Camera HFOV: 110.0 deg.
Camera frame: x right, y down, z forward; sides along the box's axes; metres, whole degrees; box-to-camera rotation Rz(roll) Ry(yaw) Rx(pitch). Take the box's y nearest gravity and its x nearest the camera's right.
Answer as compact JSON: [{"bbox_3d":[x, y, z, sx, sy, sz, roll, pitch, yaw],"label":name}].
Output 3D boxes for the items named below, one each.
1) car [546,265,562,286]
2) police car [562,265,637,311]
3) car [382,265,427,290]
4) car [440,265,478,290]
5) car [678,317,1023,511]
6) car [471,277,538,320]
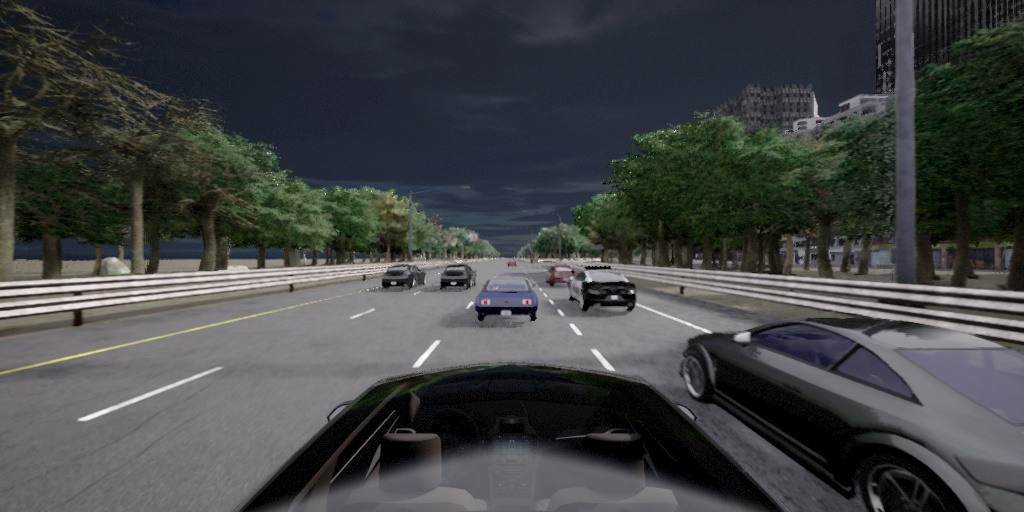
[{"bbox_3d":[3.505,1.348,25.732,1.812,1.442,4.674,0,0,0],"label":"car"},{"bbox_3d":[3.502,1.215,14.843,1.930,1.638,5.238,0,0,0],"label":"police car"},{"bbox_3d":[-6.897,1.320,23.311,1.837,1.490,4.892,0,0,0],"label":"car"},{"bbox_3d":[-3.396,1.321,23.274,1.837,1.490,4.892,0,0,0],"label":"car"},{"bbox_3d":[3.500,1.320,3.732,1.994,1.385,4.181,0,0,0],"label":"car"},{"bbox_3d":[-0.128,1.384,12.685,1.895,1.301,4.718,0,0,1],"label":"car"}]
